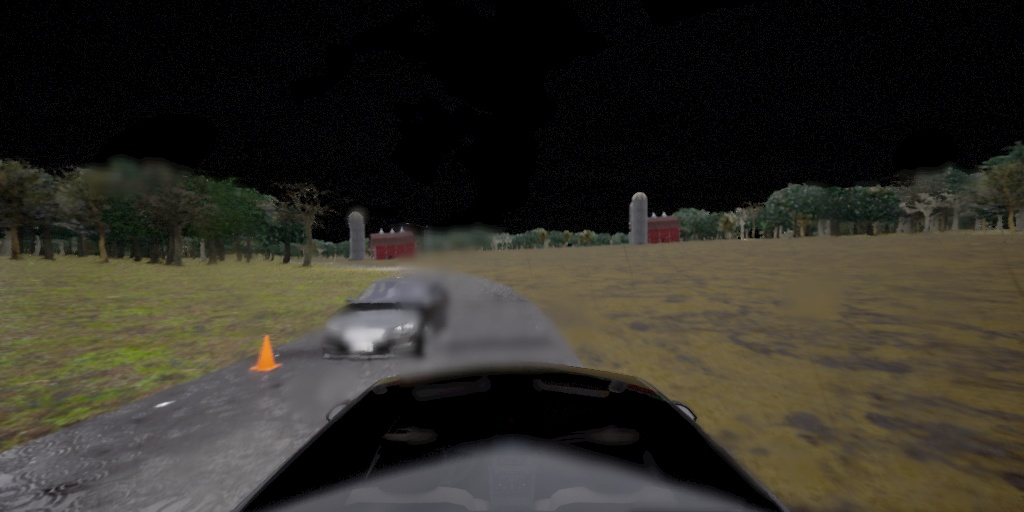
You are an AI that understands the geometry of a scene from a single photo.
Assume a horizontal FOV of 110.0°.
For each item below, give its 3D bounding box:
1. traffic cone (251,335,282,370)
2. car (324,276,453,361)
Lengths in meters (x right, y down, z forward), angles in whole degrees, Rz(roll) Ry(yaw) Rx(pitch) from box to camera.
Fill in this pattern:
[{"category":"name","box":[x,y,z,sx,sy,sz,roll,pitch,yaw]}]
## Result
[{"category":"traffic cone","box":[-4.424,1.721,6.467,0.340,0.580,0.340,0,0,0]},{"category":"car","box":[-2.559,1.263,8.445,2.128,1.511,4.902,0,0,-2]}]
